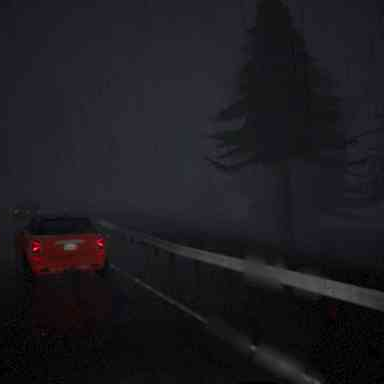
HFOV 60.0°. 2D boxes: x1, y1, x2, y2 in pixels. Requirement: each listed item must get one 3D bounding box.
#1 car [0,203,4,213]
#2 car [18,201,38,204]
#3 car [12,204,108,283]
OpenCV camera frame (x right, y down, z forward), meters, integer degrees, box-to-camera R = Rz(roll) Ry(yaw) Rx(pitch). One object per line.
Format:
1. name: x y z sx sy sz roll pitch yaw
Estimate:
1. car: -22.387 1.666 37.187 1.837 1.490 4.892 1 0 -25
2. car: -13.219 1.504 26.766 2.097 1.767 4.553 1 -1 -27
3. car: -4.181 1.423 10.277 2.097 1.767 4.553 1 -1 -31
